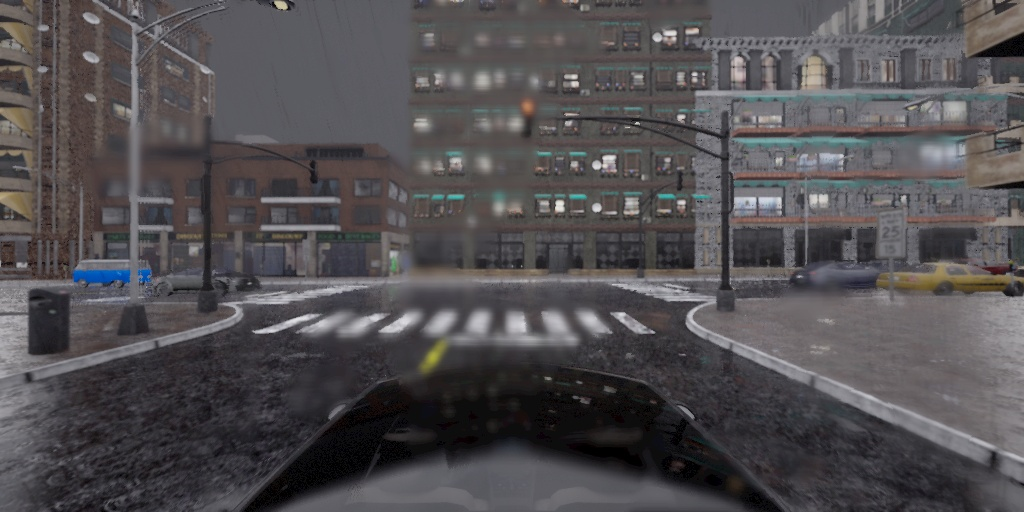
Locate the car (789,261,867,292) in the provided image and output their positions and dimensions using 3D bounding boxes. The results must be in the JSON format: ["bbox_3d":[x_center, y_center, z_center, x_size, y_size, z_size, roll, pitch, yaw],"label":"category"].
[{"bbox_3d":[15.790,0.947,17.095,4.181,1.385,1.994,-1,0,1],"label":"car"}]

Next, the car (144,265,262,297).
[{"bbox_3d":[-14.771,1.226,17.541,4.181,1.385,1.994,0,0,1],"label":"car"}]

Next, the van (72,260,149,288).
[{"bbox_3d":[-26.063,1.139,23.393,3.998,1.789,1.690,0,0,1],"label":"van"}]

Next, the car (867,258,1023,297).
[{"bbox_3d":[17.653,0.878,14.371,4.829,1.417,1.751,0,0,1],"label":"car"}]
